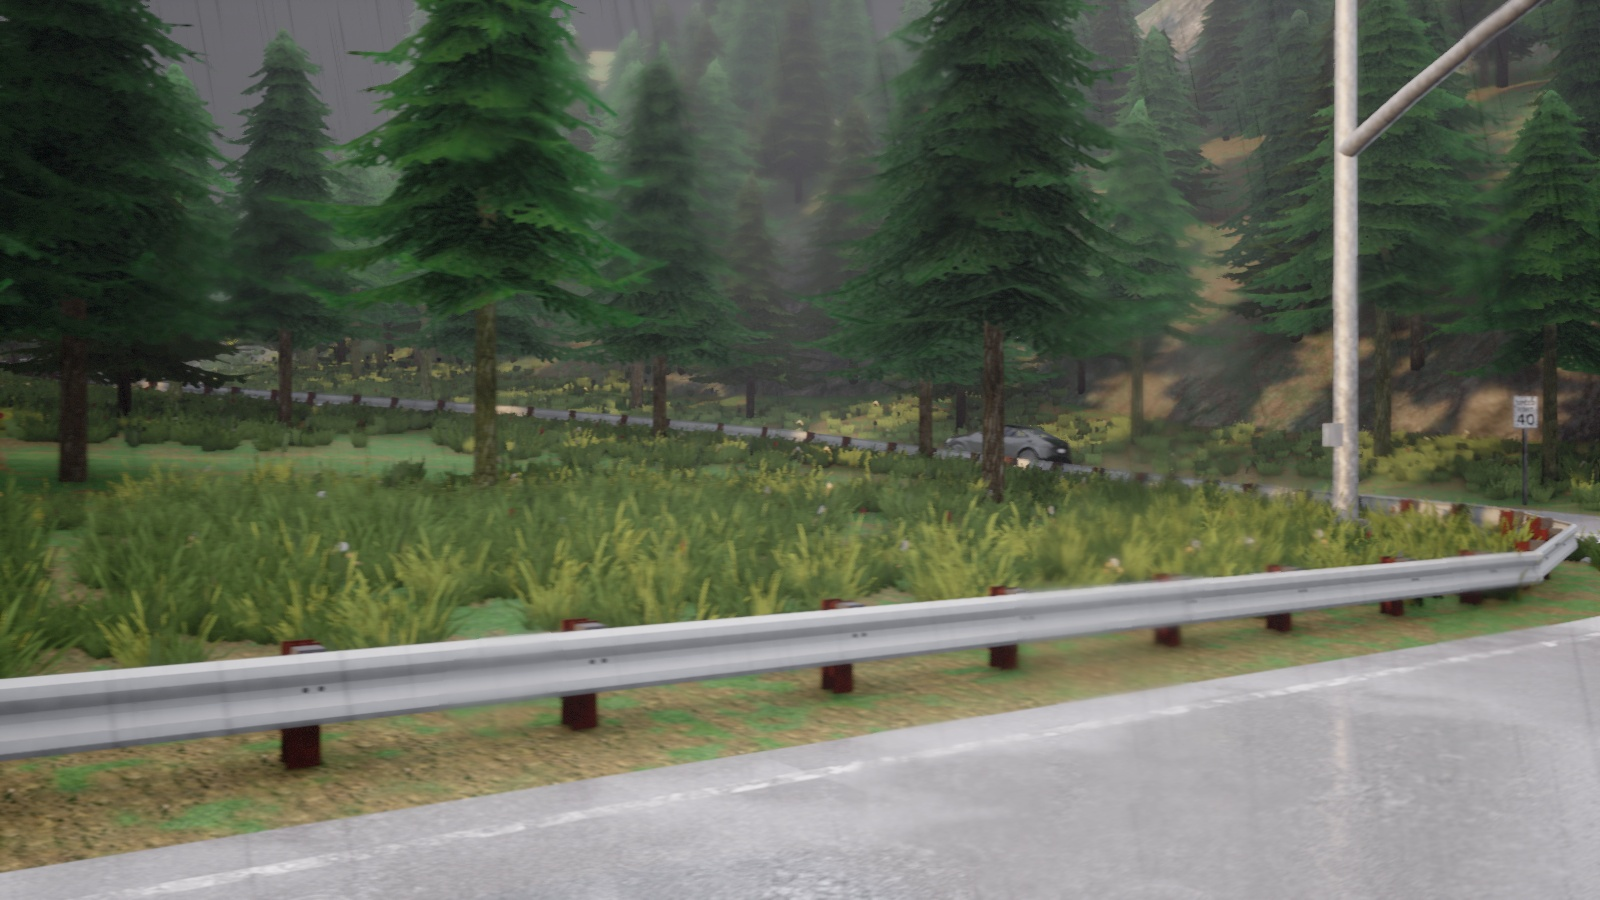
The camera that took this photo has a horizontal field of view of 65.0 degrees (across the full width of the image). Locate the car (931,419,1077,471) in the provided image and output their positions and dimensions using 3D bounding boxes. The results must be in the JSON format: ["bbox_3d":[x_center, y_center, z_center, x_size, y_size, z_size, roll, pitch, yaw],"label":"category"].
[{"bbox_3d":[6.590,-0.182,40.743,4.181,1.385,1.994,5,3,42],"label":"car"}]
